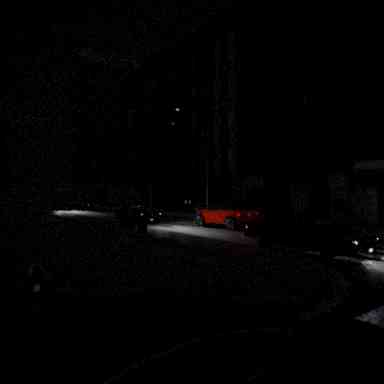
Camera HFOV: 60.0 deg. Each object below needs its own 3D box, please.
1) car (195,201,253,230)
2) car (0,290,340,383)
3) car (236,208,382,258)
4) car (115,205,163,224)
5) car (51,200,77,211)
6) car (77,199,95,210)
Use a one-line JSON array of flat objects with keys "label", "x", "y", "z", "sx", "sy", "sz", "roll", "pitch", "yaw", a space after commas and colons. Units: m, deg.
[{"label": "car", "x": 2.176, "y": 1.393, "z": 21.570, "sx": 2.097, "sy": 1.767, "sz": 4.553, "roll": 0, "pitch": 0, "yaw": -35}, {"label": "car", "x": -0.712, "y": 1.566, "z": 2.304, "sx": 4.313, "sy": 1.339, "sz": 1.947, "roll": 0, "pitch": 0, "yaw": -35}, {"label": "car", "x": 4.461, "y": 1.573, "z": 13.312, "sx": 2.033, "sy": 1.411, "sz": 5.357, "roll": 0, "pitch": 0, "yaw": -35}, {"label": "car", "x": -4.115, "y": 1.667, "z": 25.366, "sx": 1.895, "sy": 1.301, "sz": 4.718, "roll": 0, "pitch": 0, "yaw": -35}, {"label": "car", "x": -17.083, "y": 1.732, "z": 43.712, "sx": 1.895, "sy": 1.301, "sz": 4.718, "roll": 0, "pitch": 0, "yaw": -35}, {"label": "car", "x": -14.810, "y": 1.689, "z": 45.485, "sx": 1.994, "sy": 1.385, "sz": 4.181, "roll": 0, "pitch": 0, "yaw": -35}]
